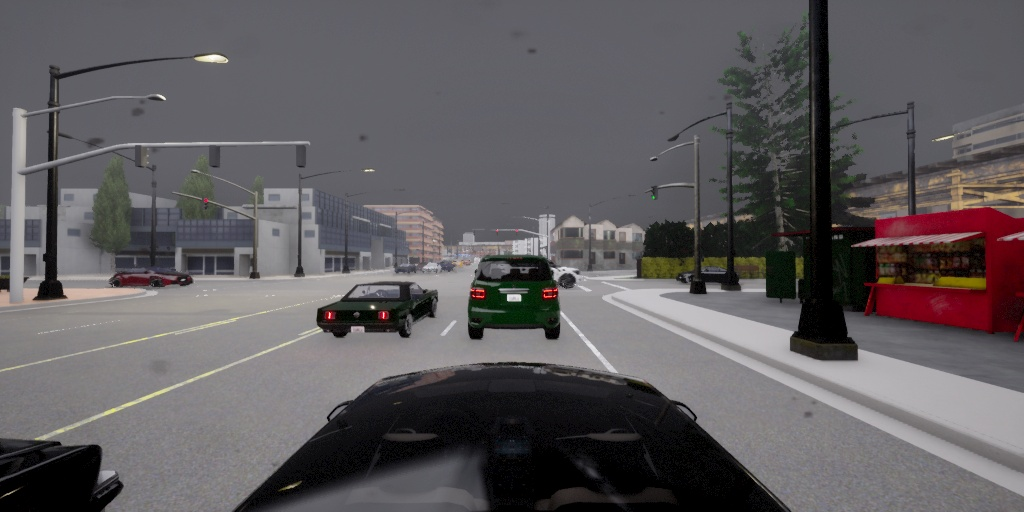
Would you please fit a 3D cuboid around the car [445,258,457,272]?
[{"bbox_3d":[-10.618,1.527,56.914,2.097,1.767,4.553,0,0,0],"label":"car"}]

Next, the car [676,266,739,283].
[{"bbox_3d":[14.746,1.449,27.128,4.181,1.385,1.994,0,-1,0],"label":"car"}]

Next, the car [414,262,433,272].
[{"bbox_3d":[-14.118,1.699,57.480,1.812,1.442,4.674,0,0,0],"label":"car"}]

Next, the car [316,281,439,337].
[{"bbox_3d":[-3.437,1.368,10.257,1.895,1.301,4.718,0,0,0],"label":"car"}]

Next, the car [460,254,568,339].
[{"bbox_3d":[0.060,0.986,10.241,2.150,2.045,5.566,0,0,0],"label":"car"}]

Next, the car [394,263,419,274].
[{"bbox_3d":[-14.139,1.671,48.259,2.033,1.411,5.357,0,-1,0],"label":"car"}]

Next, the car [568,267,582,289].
[{"bbox_3d":[1.741,1.076,23.522,5.566,2.045,2.150,0,-1,0],"label":"car"}]

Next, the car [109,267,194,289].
[{"bbox_3d":[-23.746,1.402,23.715,4.181,1.385,1.994,0,-1,0],"label":"car"}]

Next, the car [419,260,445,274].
[{"bbox_3d":[-10.629,1.644,47.886,1.812,1.442,4.674,0,0,0],"label":"car"}]
